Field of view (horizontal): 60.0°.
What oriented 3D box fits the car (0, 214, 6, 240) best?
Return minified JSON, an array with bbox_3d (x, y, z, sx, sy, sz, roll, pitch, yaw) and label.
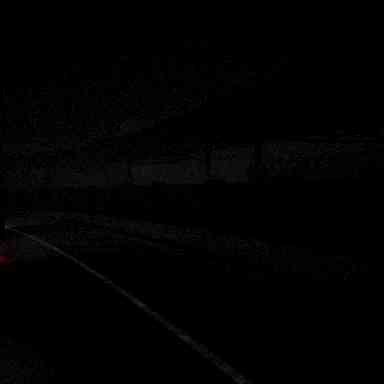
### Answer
[{"bbox_3d":[-9.213,1.230,14.025,1.837,1.490,4.892,-4,2,-39],"label":"car"}]
